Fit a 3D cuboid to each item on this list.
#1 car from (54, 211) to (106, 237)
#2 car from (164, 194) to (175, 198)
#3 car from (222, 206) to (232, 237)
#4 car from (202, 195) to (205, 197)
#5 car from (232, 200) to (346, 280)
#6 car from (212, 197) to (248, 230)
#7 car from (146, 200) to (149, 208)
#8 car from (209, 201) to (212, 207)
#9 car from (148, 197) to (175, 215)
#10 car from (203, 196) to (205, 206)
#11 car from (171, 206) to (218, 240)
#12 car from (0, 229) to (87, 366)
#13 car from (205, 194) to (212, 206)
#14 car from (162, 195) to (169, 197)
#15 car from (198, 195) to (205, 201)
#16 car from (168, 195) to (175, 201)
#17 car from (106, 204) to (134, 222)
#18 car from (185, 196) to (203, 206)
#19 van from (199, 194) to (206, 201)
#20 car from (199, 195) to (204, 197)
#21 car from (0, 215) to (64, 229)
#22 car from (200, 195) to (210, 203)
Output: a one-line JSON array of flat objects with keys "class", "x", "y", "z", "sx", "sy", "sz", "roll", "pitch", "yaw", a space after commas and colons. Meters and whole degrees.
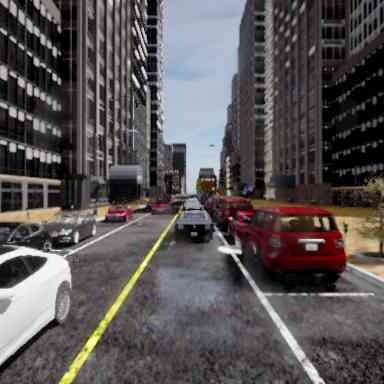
[{"class": "car", "x": -5.686, "y": 1.572, "z": 15.425, "sx": 2.008, "sy": 1.369, "sz": 4.403, "roll": 0, "pitch": 0, "yaw": 0}, {"class": "car", "x": -5.682, "y": 1.410, "z": 76.358, "sx": 2.192, "sy": 1.841, "sz": 5.009, "roll": 0, "pitch": 0, "yaw": 0}, {"class": "car", "x": 2.695, "y": 1.566, "z": 15.425, "sx": 1.887, "sy": 1.381, "sz": 4.507, "roll": 0, "pitch": 0, "yaw": 0}, {"class": "car", "x": 2.696, "y": 1.588, "z": 48.832, "sx": 1.752, "sy": 1.417, "sz": 4.829, "roll": 0, "pitch": 0, "yaw": 0}, {"class": "car", "x": 2.696, "y": 1.329, "z": 9.886, "sx": 2.192, "sy": 1.841, "sz": 5.009, "roll": 0, "pitch": 0, "yaw": 0}, {"class": "car", "x": 2.696, "y": 1.343, "z": 20.966, "sx": 2.192, "sy": 1.841, "sz": 5.009, "roll": 0, "pitch": 0, "yaw": 0}, {"class": "car", "x": -5.684, "y": 1.644, "z": 48.662, "sx": 1.802, "sy": 1.307, "sz": 4.206, "roll": 0, "pitch": 0, "yaw": 0}, {"class": "car", "x": 2.695, "y": 1.601, "z": 26.505, "sx": 1.947, "sy": 1.339, "sz": 4.313, "roll": 0, "pitch": 0, "yaw": 0}, {"class": "car", "x": -3.092, "y": 1.570, "z": 34.734, "sx": 1.812, "sy": 1.442, "sz": 4.674, "roll": 0, "pitch": 0, "yaw": 0}, {"class": "car", "x": 2.696, "y": 1.606, "z": 43.122, "sx": 2.008, "sy": 1.369, "sz": 4.403, "roll": 0, "pitch": 0, "yaw": 0}, {"class": "car", "x": 0.102, "y": 1.624, "z": 17.278, "sx": 1.895, "sy": 1.301, "sz": 4.718, "roll": 0, "pitch": 0, "yaw": 0}, {"class": "car", "x": -3.101, "y": 1.532, "z": 4.433, "sx": 1.812, "sy": 1.442, "sz": 4.674, "roll": 0, "pitch": 0, "yaw": 0}, {"class": "car", "x": 2.697, "y": 1.357, "z": 32.044, "sx": 2.192, "sy": 1.841, "sz": 5.009, "roll": 0, "pitch": 0, "yaw": 0}, {"class": "car", "x": -5.684, "y": 1.657, "z": 59.740, "sx": 1.802, "sy": 1.307, "sz": 4.206, "roll": 0, "pitch": 0, "yaw": 0}, {"class": "car", "x": 2.698, "y": 1.553, "z": 92.976, "sx": 1.967, "sy": 1.590, "sz": 4.097, "roll": 0, "pitch": 0, "yaw": 0}, {"class": "car", "x": -5.683, "y": 1.658, "z": 92.976, "sx": 1.887, "sy": 1.381, "sz": 4.507, "roll": 0, "pitch": 0, "yaw": 0}, {"class": "car", "x": -5.685, "y": 1.617, "z": 26.504, "sx": 1.802, "sy": 1.307, "sz": 4.206, "roll": 0, "pitch": 0, "yaw": 0}, {"class": "car", "x": 0.100, "y": 1.579, "z": 41.705, "sx": 1.812, "sy": 1.442, "sz": 4.674, "roll": 0, "pitch": 0, "yaw": 0}, {"class": "van", "x": 2.698, "y": 1.448, "z": 87.437, "sx": 1.690, "sy": 1.788, "sz": 3.998, "roll": 0, "pitch": 0, "yaw": 0}, {"class": "car", "x": 2.697, "y": 1.641, "z": 59.740, "sx": 1.947, "sy": 1.339, "sz": 4.313, "roll": 0, "pitch": 0, "yaw": 0}, {"class": "car", "x": -5.686, "y": 1.580, "z": 9.886, "sx": 1.947, "sy": 1.339, "sz": 4.313, "roll": 0, "pitch": 0, "yaw": 0}, {"class": "car", "x": 2.697, "y": 1.528, "z": 70.819, "sx": 1.967, "sy": 1.590, "sz": 4.097, "roll": 0, "pitch": 0, "yaw": 0}]
